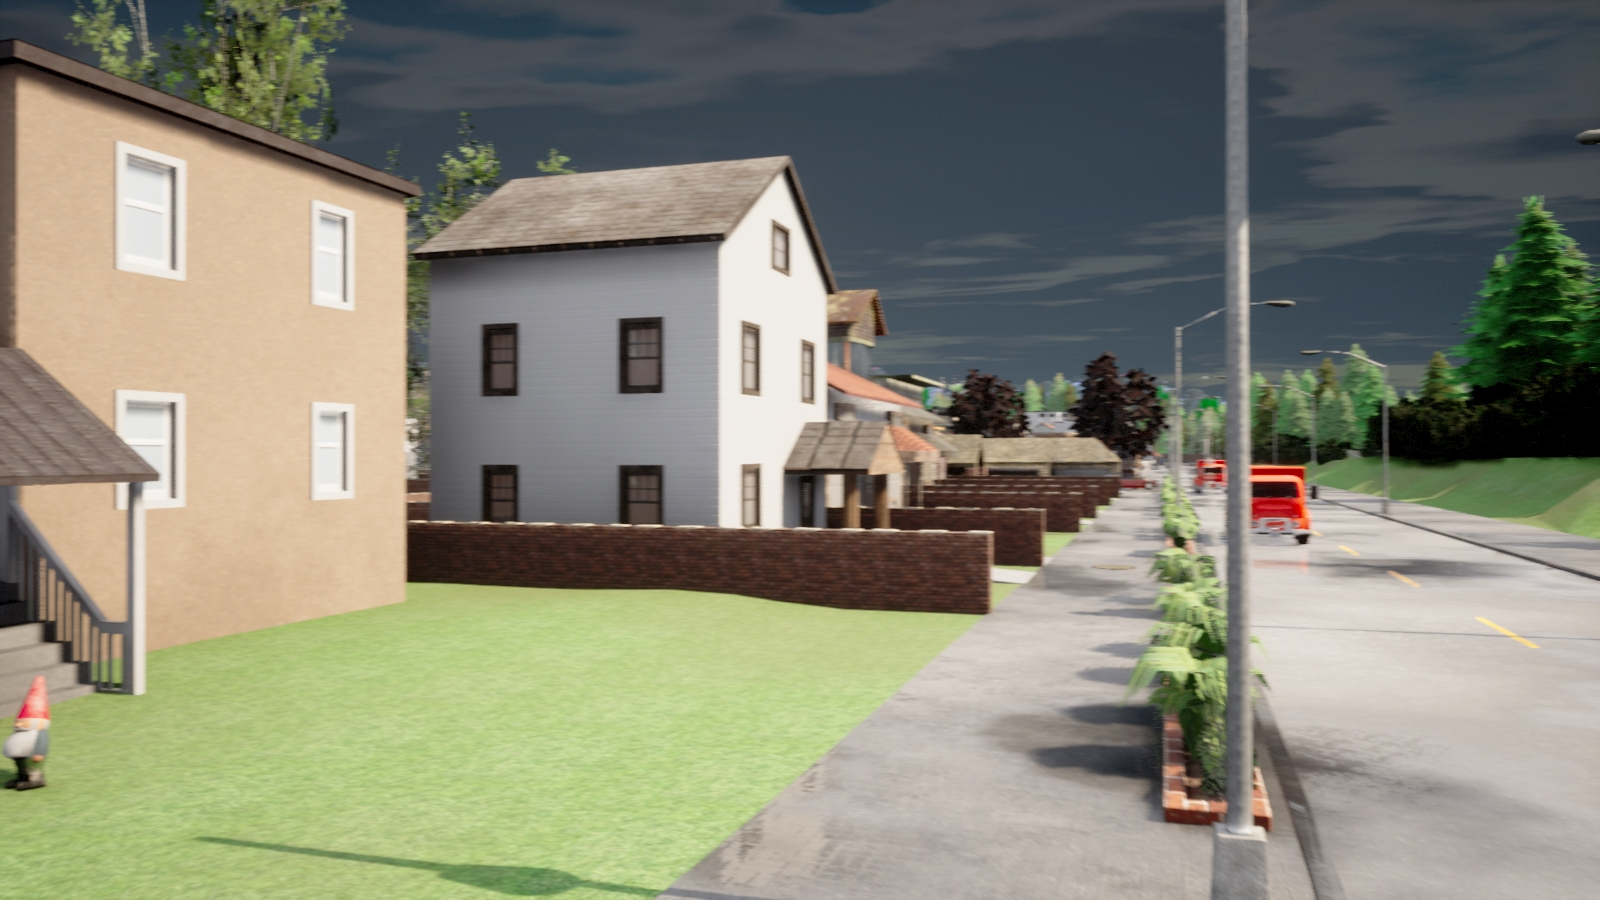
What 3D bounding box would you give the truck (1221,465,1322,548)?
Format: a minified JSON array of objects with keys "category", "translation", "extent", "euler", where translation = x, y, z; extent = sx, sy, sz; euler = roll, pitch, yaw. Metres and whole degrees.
[{"category":"truck","translation":[15.321,1.752,37.413],"extent":[2.627,2.467,5.204],"euler":[0,0,18]}]
